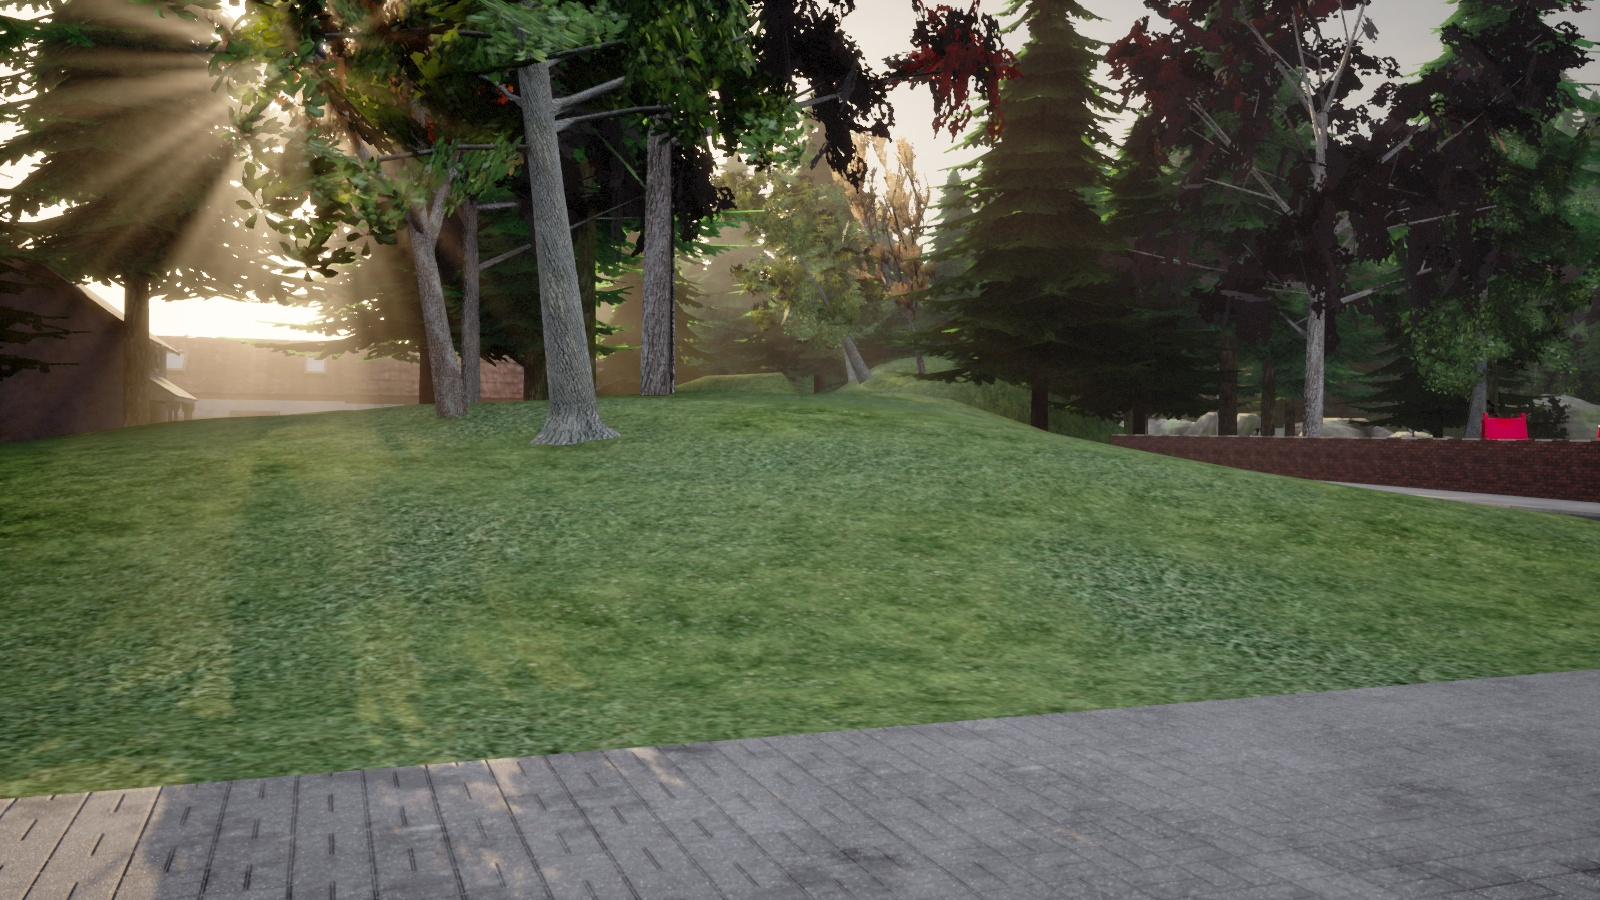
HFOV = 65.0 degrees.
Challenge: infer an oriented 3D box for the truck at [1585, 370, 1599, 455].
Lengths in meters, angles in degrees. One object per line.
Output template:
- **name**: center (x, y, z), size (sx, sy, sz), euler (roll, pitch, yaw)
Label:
- **truck**: center (38.604, -1.658, 53.737), size (2.891, 3.827, 8.468), euler (-1, 1, -21)
